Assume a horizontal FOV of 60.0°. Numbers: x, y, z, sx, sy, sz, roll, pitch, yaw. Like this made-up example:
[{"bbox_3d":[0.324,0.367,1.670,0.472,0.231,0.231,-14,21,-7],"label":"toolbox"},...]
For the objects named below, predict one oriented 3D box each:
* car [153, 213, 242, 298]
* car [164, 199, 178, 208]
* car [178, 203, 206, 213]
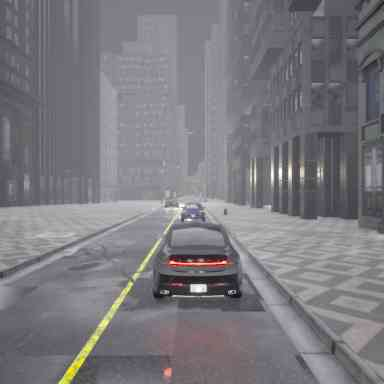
[{"bbox_3d":[0.105,1.508,8.483,1.837,1.490,4.892,0,0,0],"label":"car"},{"bbox_3d":[-3.037,1.759,50.241,1.994,1.385,4.181,0,-1,0],"label":"car"},{"bbox_3d":[0.100,1.556,26.329,1.812,1.442,4.674,0,0,0],"label":"car"}]
